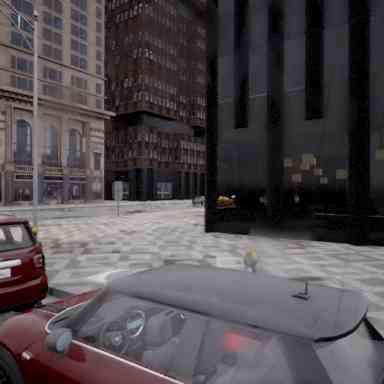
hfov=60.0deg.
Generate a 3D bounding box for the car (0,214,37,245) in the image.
[{"bbox_3d":[-4.807,1.319,6.384,5.009,1.841,2.192,0,0,35],"label":"car"}]

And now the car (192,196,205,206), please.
[{"bbox_3d":[1.934,1.393,52.064,2.128,1.511,4.902,0,0,36],"label":"car"}]

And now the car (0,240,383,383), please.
[{"bbox_3d":[-0.244,1.441,3.132,4.097,1.590,1.967,0,0,35],"label":"car"}]
